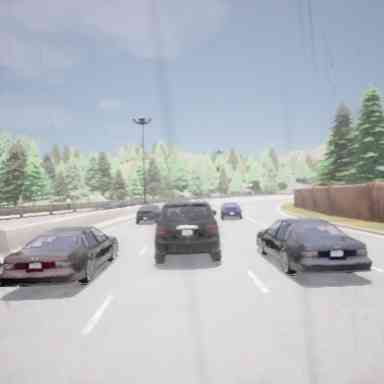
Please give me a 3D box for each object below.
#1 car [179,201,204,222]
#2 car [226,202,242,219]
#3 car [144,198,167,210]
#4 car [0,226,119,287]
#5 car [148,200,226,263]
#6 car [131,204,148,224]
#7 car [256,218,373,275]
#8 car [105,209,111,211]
[{"bbox_3d":[0.049,1.715,30.482,1.882,1.535,5.008,-2,0,5],"label":"car"},{"bbox_3d":[3.515,1.635,30.028,1.812,1.442,4.674,-2,0,5],"label":"car"},{"bbox_3d":[-5.909,1.993,54.631,2.097,1.767,4.553,-2,0,18],"label":"car"},{"bbox_3d":[-3.631,1.758,10.141,2.033,1.411,5.357,-2,0,-1],"label":"car"},{"bbox_3d":[-0.184,1.330,12.739,2.150,2.045,5.566,-2,0,-1],"label":"car"},{"bbox_3d":[-3.569,1.862,28.950,1.837,1.490,4.892,-2,0,4],"label":"car"},{"bbox_3d":[3.363,1.508,10.306,2.033,1.411,5.357,-2,0,-1],"label":"car"},{"bbox_3d":[-12.814,2.449,56.044,2.033,1.411,5.357,-2,0,18],"label":"car"}]
